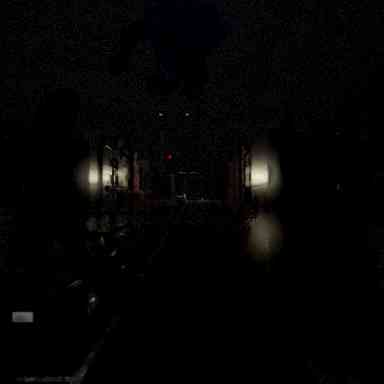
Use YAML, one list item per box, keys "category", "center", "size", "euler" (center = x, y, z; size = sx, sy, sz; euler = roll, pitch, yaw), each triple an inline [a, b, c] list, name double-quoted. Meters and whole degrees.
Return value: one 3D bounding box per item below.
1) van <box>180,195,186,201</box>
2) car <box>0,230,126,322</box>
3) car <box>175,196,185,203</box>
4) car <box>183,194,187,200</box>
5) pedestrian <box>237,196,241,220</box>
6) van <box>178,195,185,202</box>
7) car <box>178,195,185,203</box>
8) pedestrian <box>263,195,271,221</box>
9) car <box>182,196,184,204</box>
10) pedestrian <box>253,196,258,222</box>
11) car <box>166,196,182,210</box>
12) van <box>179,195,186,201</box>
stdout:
- category: "van"
  center: [-2.638, 1.637, 95.571]
  size: [1.690, 1.788, 3.998]
  euler: [0, 0, 0]
- category: "car"
  center: [-2.632, 1.574, 7.352]
  size: [1.947, 1.339, 4.313]
  euler: [0, 0, 0]
- category: "car"
  center: [-2.637, 1.632, 73.148]
  size: [1.967, 1.590, 4.097]
  euler: [0, 0, 0]
- category: "car"
  center: [-2.637, 1.608, 67.543]
  size: [1.967, 1.590, 4.097]
  euler: [0, 0, 0]
- category: "pedestrian"
  center: [3.509, 1.171, 24.860]
  size: [0.375, 1.860, 0.375]
  euler: [0, -1, 0]
- category: "van"
  center: [-2.637, 1.583, 84.360]
  size: [1.690, 1.788, 3.998]
  euler: [0, 0, 0]
- category: "car"
  center: [-2.636, 1.706, 56.332]
  size: [1.802, 1.307, 4.206]
  euler: [0, 0, 0]
- category: "pedestrian"
  center: [5.509, 1.142, 24.260]
  size: [0.375, 1.860, 0.375]
  euler: [0, -1, 0]
- category: "car"
  center: [-2.635, 1.649, 50.727]
  size: [1.887, 1.381, 4.507]
  euler: [0, 0, 0]
- category: "pedestrian"
  center: [4.509, 1.164, 23.660]
  size: [0.375, 1.860, 0.375]
  euler: [0, -1, 0]
- category: "car"
  center: [-2.635, 1.612, 44.952]
  size: [1.752, 1.417, 4.829]
  euler: [0, 0, 0]
- category: "van"
  center: [-2.638, 1.610, 89.965]
  size: [1.690, 1.788, 3.998]
  euler: [0, 0, 0]
